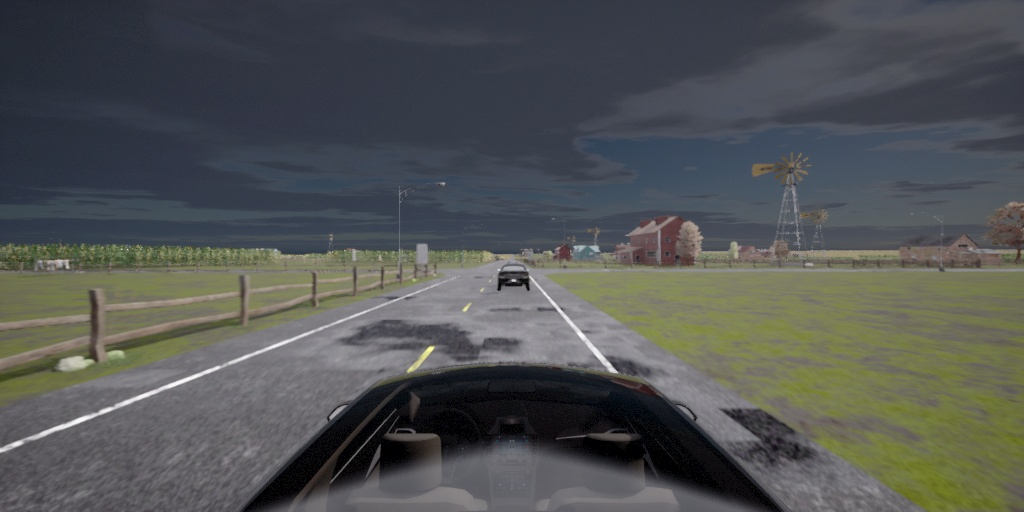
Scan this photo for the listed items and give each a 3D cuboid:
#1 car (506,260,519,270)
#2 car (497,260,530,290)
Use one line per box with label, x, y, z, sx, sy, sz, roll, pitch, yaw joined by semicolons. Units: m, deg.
car;0.100;1.365;55.726;1.994;1.385;4.181;0;0;0
car;0.098;1.232;22.705;1.882;1.535;5.008;0;0;0
